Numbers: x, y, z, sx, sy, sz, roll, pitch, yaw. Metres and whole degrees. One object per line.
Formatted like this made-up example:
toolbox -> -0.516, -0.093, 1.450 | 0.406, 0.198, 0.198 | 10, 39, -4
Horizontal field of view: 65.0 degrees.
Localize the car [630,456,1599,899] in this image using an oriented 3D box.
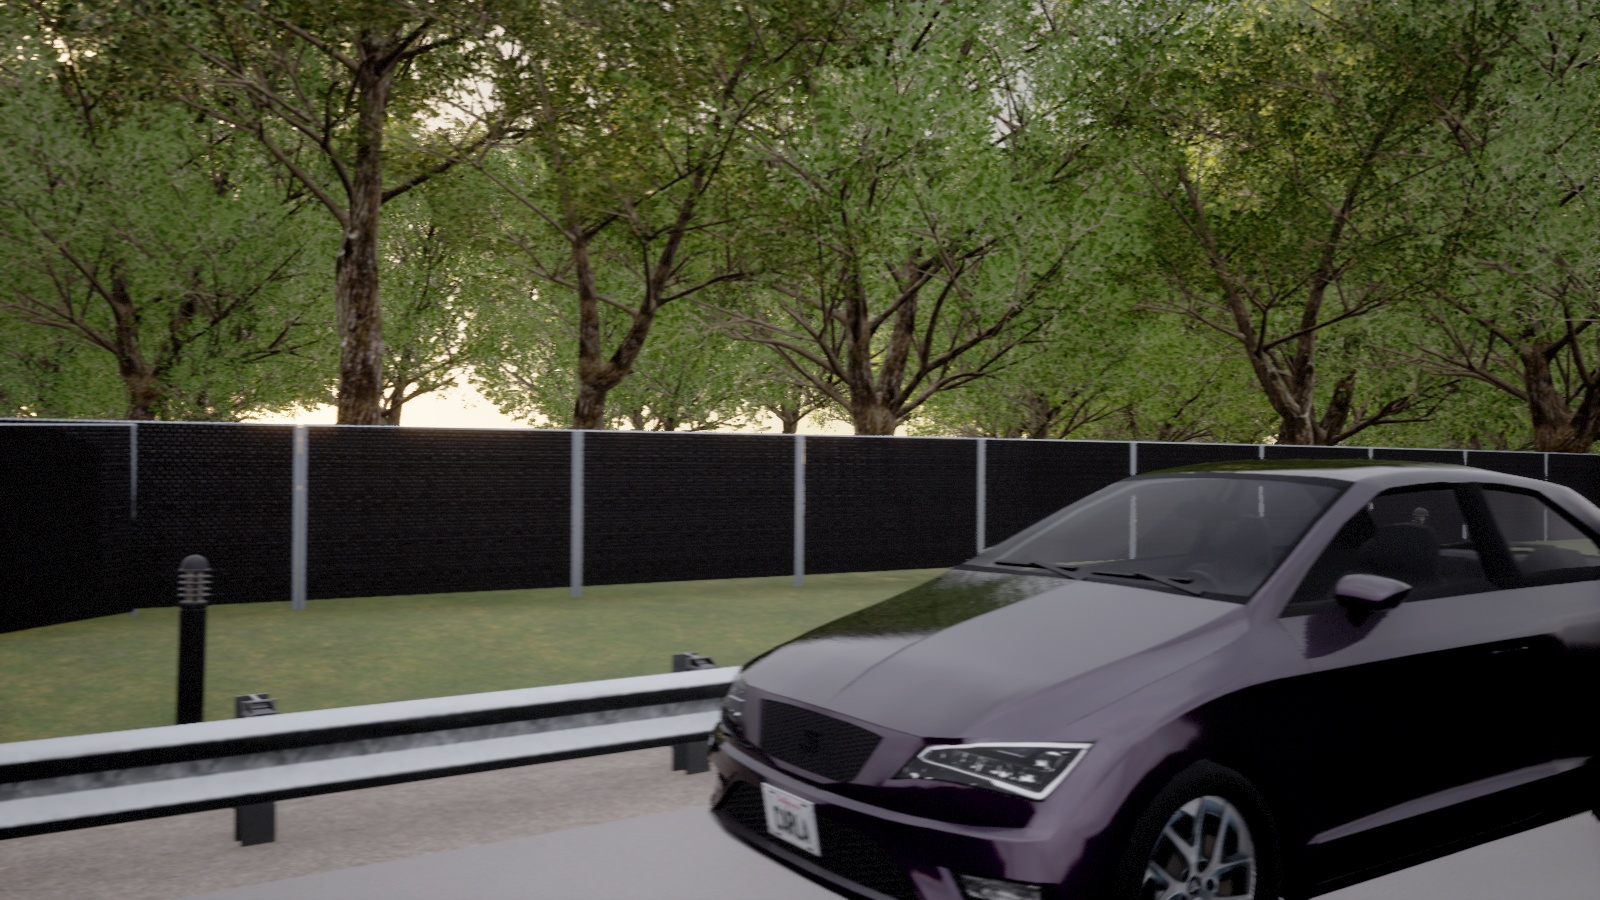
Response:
car -> 1.665, 0.767, 4.720 | 4.193, 1.474, 1.816 | 0, 0, -33
